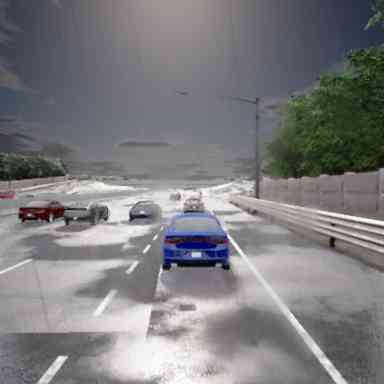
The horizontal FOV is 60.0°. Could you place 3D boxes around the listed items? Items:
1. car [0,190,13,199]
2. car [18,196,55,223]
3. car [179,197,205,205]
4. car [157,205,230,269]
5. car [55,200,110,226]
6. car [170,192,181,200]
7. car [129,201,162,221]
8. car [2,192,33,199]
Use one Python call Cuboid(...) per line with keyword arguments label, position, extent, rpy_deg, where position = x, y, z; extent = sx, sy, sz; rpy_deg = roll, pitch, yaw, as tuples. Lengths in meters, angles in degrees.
Cuboid(label="car", position=(-24.316, 0.788, 41.652), extent=(2.150, 2.045, 5.566), rpy_deg=(0, 1, 1))
Cuboid(label="car", position=(-10.334, 1.277, 23.645), extent=(1.882, 1.535, 5.008), rpy_deg=(0, 1, 0))
Cuboid(label="car", position=(0.198, 1.271, 29.451), extent=(2.033, 1.411, 5.357), rpy_deg=(0, 1, 0))
Cuboid(label="car", position=(0.118, 1.425, 10.980), extent=(1.882, 1.535, 5.008), rpy_deg=(0, 1, 0))
Cuboid(label="car", position=(-6.842, 1.312, 21.993), extent=(2.128, 1.511, 4.902), rpy_deg=(0, 1, 0))
Cuboid(label="car", position=(-3.121, 0.777, 63.356), extent=(2.128, 1.511, 4.902), rpy_deg=(0, 1, 0))
Cuboid(label="car", position=(-3.429, 1.346, 25.004), extent=(1.994, 1.385, 4.181), rpy_deg=(0, 1, 0))
Cuboid(label="car", position=(-20.826, 1.052, 41.088), extent=(1.882, 1.535, 5.008), rpy_deg=(0, 0, 1))
